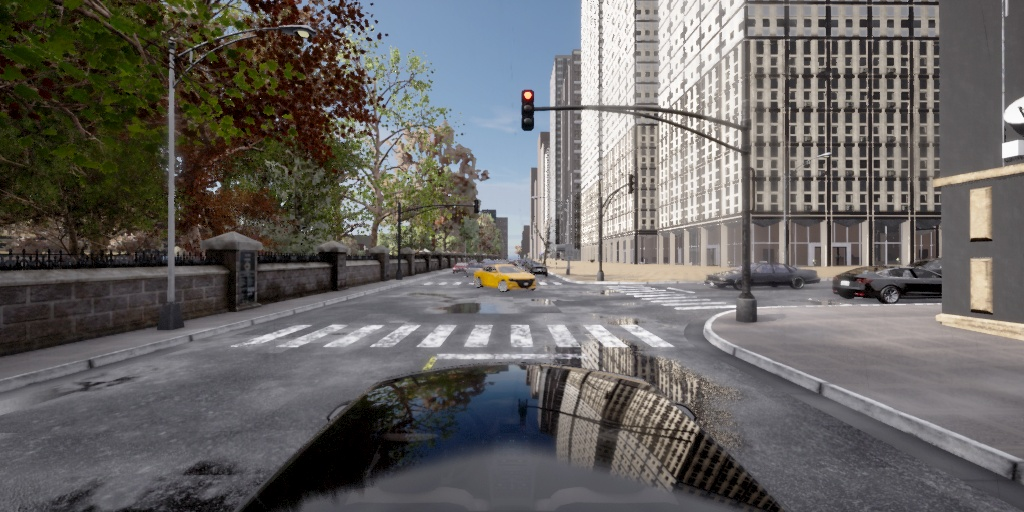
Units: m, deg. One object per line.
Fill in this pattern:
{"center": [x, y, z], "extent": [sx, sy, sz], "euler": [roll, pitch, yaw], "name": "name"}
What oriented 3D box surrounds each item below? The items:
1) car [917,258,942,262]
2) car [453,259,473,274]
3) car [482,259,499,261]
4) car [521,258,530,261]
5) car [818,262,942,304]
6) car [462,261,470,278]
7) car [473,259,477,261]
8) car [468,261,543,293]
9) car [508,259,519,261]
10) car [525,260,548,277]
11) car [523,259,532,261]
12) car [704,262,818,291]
{"center": [23.229, 0.843, 19.406], "extent": [4.892, 1.490, 1.837], "euler": [-1, 0, -1], "name": "car"}
{"center": [-5.820, 1.351, 41.688], "extent": [1.802, 1.307, 4.207], "euler": [0, 0, 0], "name": "car"}
{"center": [-3.256, 1.326, 51.888], "extent": [2.033, 1.411, 5.357], "euler": [0, 0, 0], "name": "car"}
{"center": [2.542, 1.339, 47.348], "extent": [1.948, 1.339, 4.313], "euler": [0, 0, 0], "name": "car"}
{"center": [14.647, 1.026, 13.540], "extent": [4.313, 1.339, 1.948], "euler": [0, 0, 0], "name": "car"}
{"center": [-3.203, 1.364, 33.947], "extent": [1.895, 1.301, 4.718], "euler": [0, 0, 0], "name": "car"}
{"center": [-5.856, 1.219, 52.953], "extent": [1.967, 1.591, 4.097], "euler": [0, 0, 0], "name": "car"}
{"center": [-0.540, 1.234, 21.154], "extent": [1.882, 1.535, 5.008], "euler": [0, 0, -31], "name": "car"}
{"center": [-0.103, 1.320, 65.347], "extent": [1.812, 1.442, 4.674], "euler": [0, 0, 0], "name": "car"}
{"center": [2.578, 1.331, 36.083], "extent": [1.948, 1.339, 4.313], "euler": [0, 0, 0], "name": "car"}
{"center": [2.560, 1.335, 41.716], "extent": [1.948, 1.339, 4.313], "euler": [0, 0, 0], "name": "car"}
{"center": [13.391, 1.054, 19.310], "extent": [5.357, 1.411, 2.033], "euler": [-1, 0, -1], "name": "car"}
